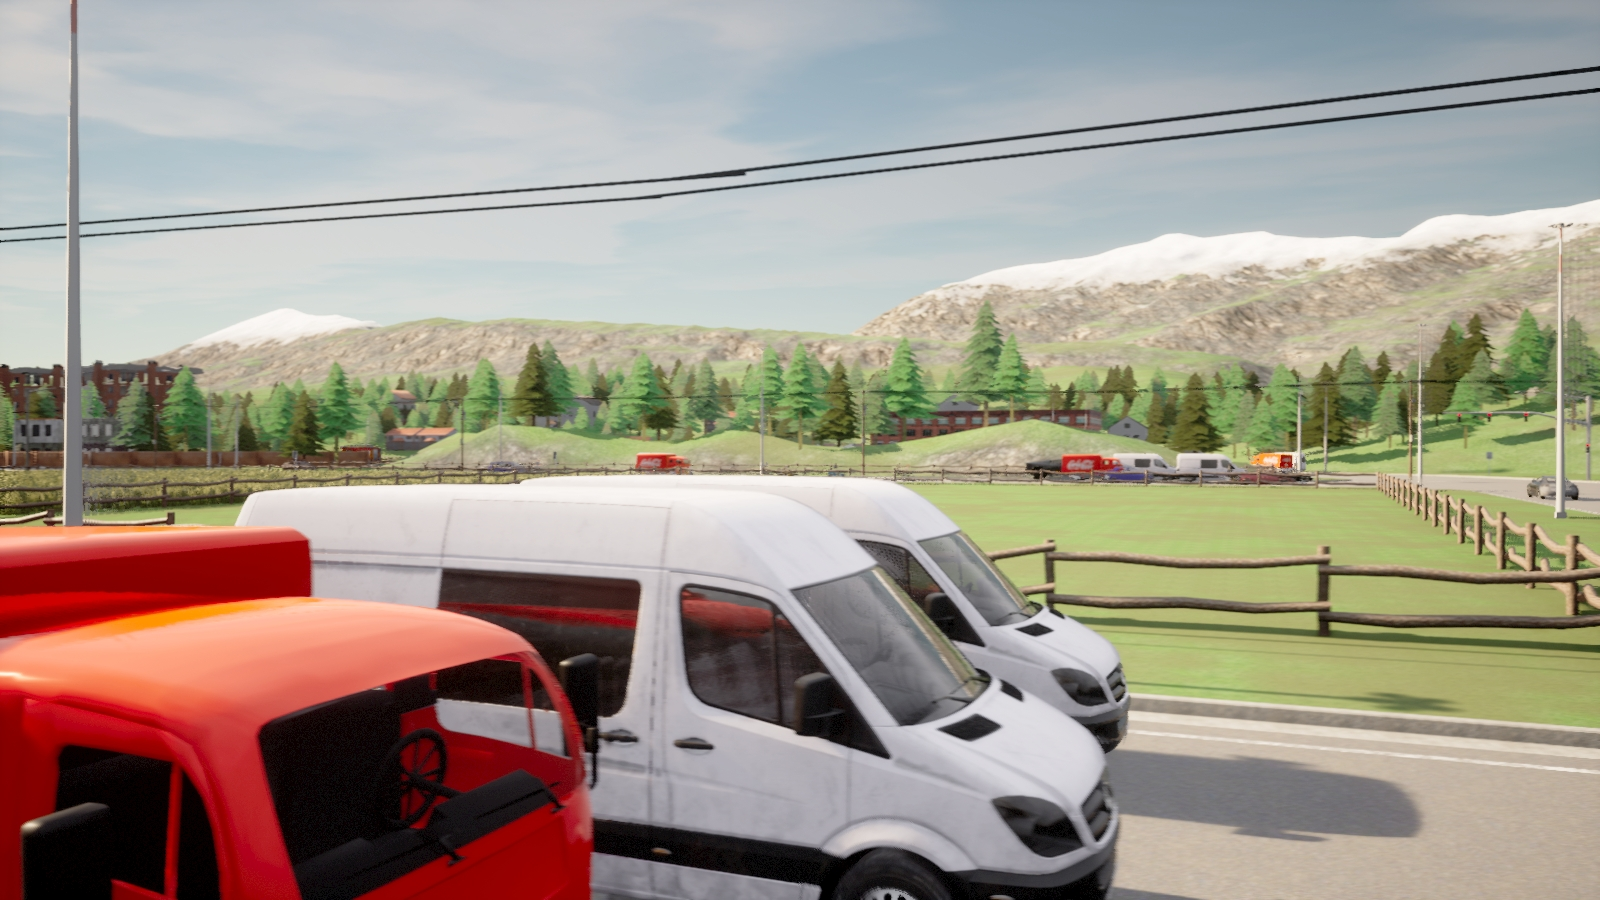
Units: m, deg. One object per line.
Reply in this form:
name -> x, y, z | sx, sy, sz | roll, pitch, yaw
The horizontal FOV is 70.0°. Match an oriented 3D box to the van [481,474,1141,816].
van -> 0.058, 1.541, 10.804 | 5.915, 2.561, 1.988 | 0, 0, 21

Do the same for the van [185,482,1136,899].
van -> -0.975, 1.538, 7.448 | 5.915, 2.561, 1.988 | 0, 0, 21

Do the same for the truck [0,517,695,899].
truck -> -3.364, 1.584, 4.686 | 5.204, 2.467, 2.627 | -1, 0, 22
